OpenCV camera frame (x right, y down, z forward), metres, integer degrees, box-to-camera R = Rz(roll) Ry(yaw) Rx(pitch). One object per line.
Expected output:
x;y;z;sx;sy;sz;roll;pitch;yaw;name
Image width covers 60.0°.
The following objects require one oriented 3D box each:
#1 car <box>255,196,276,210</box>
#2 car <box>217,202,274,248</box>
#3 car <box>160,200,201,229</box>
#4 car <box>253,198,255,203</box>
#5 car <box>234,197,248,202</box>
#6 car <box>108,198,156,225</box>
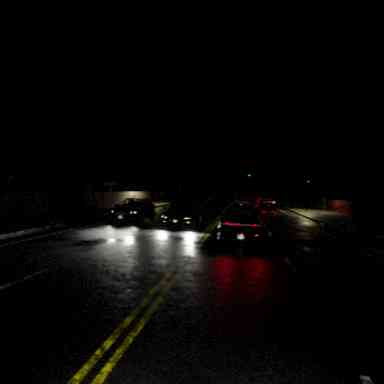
9.482;1.427;42.012;2.128;1.511;4.902;2;1;8;car
2.160;1.421;14.577;2.128;1.511;4.902;2;1;8;car
-0.535;1.274;19.938;1.837;1.490;4.892;2;1;8;car
11.296;1.399;55.021;1.812;1.442;4.674;2;1;8;car
6.827;1.389;46.303;1.895;1.301;4.718;2;1;8;car
-3.654;1.128;21.041;2.128;1.511;4.902;2;1;8;car
